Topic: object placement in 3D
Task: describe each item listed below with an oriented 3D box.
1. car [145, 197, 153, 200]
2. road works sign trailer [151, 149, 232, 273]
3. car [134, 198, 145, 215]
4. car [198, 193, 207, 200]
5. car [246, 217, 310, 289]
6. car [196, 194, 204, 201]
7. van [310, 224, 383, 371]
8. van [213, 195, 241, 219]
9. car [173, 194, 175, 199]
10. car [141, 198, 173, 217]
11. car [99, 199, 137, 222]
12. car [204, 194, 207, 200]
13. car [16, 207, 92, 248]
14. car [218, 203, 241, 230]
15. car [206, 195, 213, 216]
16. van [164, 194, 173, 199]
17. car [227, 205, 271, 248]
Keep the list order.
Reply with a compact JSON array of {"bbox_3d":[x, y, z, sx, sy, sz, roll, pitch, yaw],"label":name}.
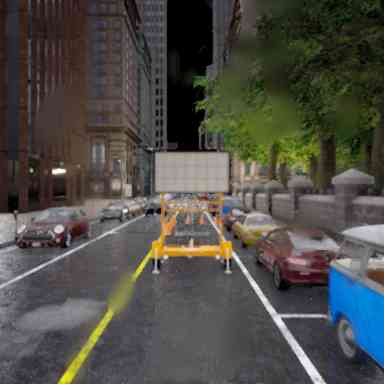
[{"bbox_3d":[-5.771,1.359,36.410,1.967,1.590,4.097,0,0,0],"label":"car"},{"bbox_3d":[-0.003,0.446,10.594,2.380,3.560,2.880,0,0,0],"label":"road works sign trailer"},{"bbox_3d":[-5.770,1.461,30.715,1.752,1.417,4.829,0,0,0],"label":"car"},{"bbox_3d":[2.741,1.095,85.007,2.192,1.841,5.009,0,0,0],"label":"car"},{"bbox_3d":[2.761,1.567,8.802,1.802,1.307,4.206,0,0,0],"label":"car"},{"bbox_3d":[2.743,1.107,79.566,2.192,1.841,5.009,0,0,0],"label":"car"},{"bbox_3d":[2.763,1.336,3.276,1.690,1.788,3.998,0,0,0],"label":"van"},{"bbox_3d":[2.757,1.292,25.374,1.690,1.788,3.998,0,0,0],"label":"van"},{"bbox_3d":[-5.783,1.231,79.555,1.967,1.590,4.097,0,0,0],"label":"car"},{"bbox_3d":[-3.107,1.538,30.365,1.895,1.301,4.718,0,0,0],"label":"car"},{"bbox_3d":[-5.769,1.501,25.361,2.008,1.369,4.403,0,0,0],"label":"car"},{"bbox_3d":[2.755,1.234,36.422,2.192,1.841,5.009,0,0,0],"label":"car"},{"bbox_3d":[-5.766,1.414,14.312,1.967,1.590,4.097,0,0,0],"label":"car"},{"bbox_3d":[2.758,1.545,19.850,1.802,1.307,4.206,0,0,0],"label":"car"},{"bbox_3d":[2.756,1.251,30.898,2.192,1.841,5.009,0,0,0],"label":"car"},{"bbox_3d":[-5.781,1.145,74.115,1.690,1.788,3.998,0,0,0],"label":"van"},{"bbox_3d":[2.760,1.499,14.495,1.752,1.417,4.829,0,0,0],"label":"car"}]
